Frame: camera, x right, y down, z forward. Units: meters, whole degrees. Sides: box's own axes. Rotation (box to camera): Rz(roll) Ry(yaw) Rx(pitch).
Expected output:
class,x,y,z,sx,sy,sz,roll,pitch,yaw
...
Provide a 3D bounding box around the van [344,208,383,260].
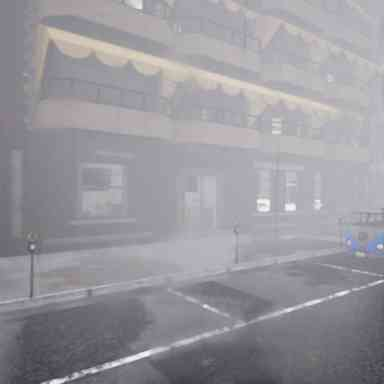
class,x,y,z,sx,sy,sz,roll,pitch,yaw
van,6.916,1.422,11.484,3.998,1.788,1.690,0,0,-35
